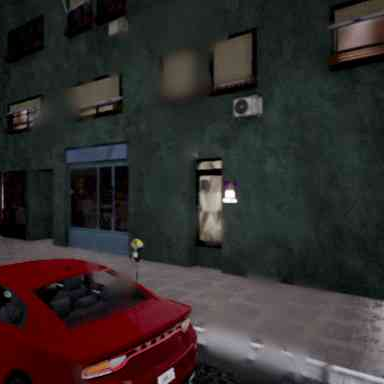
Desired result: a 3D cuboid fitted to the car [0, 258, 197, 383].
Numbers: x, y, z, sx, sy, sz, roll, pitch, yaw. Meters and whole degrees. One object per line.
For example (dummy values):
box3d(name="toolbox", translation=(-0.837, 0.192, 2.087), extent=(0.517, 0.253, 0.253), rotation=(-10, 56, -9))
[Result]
box3d(name="car", translation=(-2.055, 1.564, 4.325), extent=(4.507, 1.381, 1.887), rotation=(0, 0, 35))
